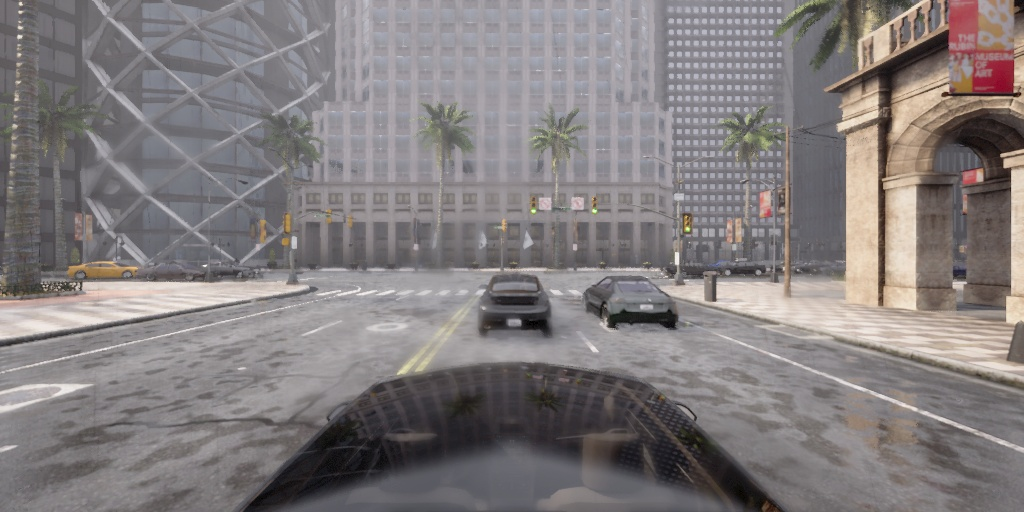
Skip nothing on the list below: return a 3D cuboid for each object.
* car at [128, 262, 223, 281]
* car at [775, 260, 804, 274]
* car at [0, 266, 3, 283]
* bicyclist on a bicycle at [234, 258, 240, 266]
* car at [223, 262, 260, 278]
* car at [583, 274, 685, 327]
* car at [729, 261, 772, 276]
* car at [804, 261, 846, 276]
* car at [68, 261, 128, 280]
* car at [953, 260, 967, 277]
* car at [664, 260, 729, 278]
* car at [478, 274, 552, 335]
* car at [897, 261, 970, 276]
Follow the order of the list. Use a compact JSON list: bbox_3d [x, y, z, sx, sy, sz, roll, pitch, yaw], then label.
[{"bbox_3d":[-27.491,1.308,29.479,5.357,1.411,2.033,0,0,-3],"label":"car"},{"bbox_3d":[33.019,1.256,40.222,4.902,1.511,2.128,0,0,0],"label":"car"},{"bbox_3d":[-38.972,1.263,26.231,4.892,1.490,1.837,0,0,-28],"label":"car"},{"bbox_3d":[-35.748,1.067,46.584,0.582,1.620,1.656,0,0,-12],"label":"bicyclist on a bicycle"},{"bbox_3d":[-25.947,1.253,32.877,4.902,1.511,2.128,0,0,-4],"label":"car"},{"bbox_3d":[3.582,1.318,11.507,1.994,1.385,4.181,0,0,0],"label":"car"},{"bbox_3d":[23.185,1.241,36.753,5.008,1.535,1.882,0,0,0],"label":"car"},{"bbox_3d":[33.053,1.327,36.724,4.181,1.385,1.994,0,0,0],"label":"car"},{"bbox_3d":[-35.169,1.239,31.435,5.008,1.535,1.882,1,0,-19],"label":"car"},{"bbox_3d":[40.427,1.114,32.991,4.553,1.767,2.097,0,0,0],"label":"car"},{"bbox_3d":[16.716,1.239,33.062,5.008,1.535,1.882,0,0,0],"label":"car"},{"bbox_3d":[0.078,1.259,10.557,1.837,1.490,4.892,0,0,0],"label":"car"},{"bbox_3d":[43.018,1.255,36.676,4.902,1.511,2.128,0,0,0],"label":"car"}]
